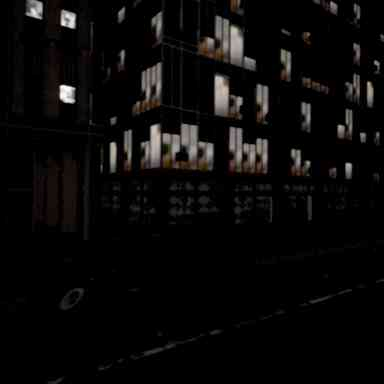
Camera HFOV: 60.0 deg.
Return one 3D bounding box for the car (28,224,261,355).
[{"bbox_3d":[-0.698,1.454,6.057,4.097,1.590,1.967,0,0,-36],"label":"car"}]
